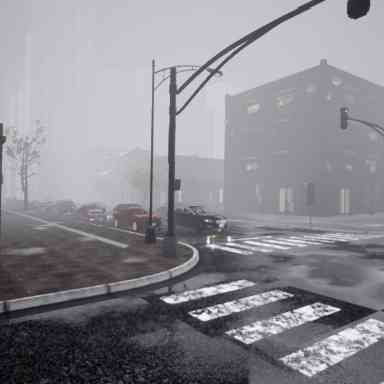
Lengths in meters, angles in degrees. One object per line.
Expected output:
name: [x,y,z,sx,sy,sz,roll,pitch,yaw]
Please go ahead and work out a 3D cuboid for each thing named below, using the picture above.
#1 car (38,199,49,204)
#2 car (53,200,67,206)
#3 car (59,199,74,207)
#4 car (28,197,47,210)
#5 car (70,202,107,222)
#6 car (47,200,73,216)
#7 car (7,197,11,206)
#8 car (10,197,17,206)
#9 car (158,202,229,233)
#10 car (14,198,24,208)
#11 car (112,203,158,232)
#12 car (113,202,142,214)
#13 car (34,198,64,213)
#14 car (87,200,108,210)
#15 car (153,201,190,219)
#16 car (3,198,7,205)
car: [-37.989,2.412,85.150,1.752,1.417,4.829,1,-1,-35]
car: [-28.389,2.315,71.400,1.802,1.307,4.206,1,-1,-35]
car: [-25.222,2.123,66.865,1.967,1.590,4.097,1,-1,-35]
car: [-22.720,1.896,48.537,1.752,1.417,4.829,1,-1,-35]
car: [-8.600,1.734,28.189,1.802,1.307,4.206,1,-1,-35]
car: [-13.752,1.796,35.570,1.947,1.339,4.313,1,-1,-35]
car: [-35.262,2.136,66.606,1.947,1.339,4.313,1,-1,-35]
car: [-32.094,2.086,62.069,1.947,1.339,4.313,1,-1,-35]
car: [0.226,1.598,20.310,2.128,1.511,4.902,1,-1,-35]
car: [-29.108,2.017,57.780,1.887,1.381,4.507,1,-1,-35]
car: [-3.446,1.619,20.809,1.887,1.381,4.507,1,-1,-35]
car: [-8.344,1.974,42.902,2.008,1.369,4.403,1,-1,-35]
car: [-18.047,1.847,41.773,2.008,1.369,4.403,1,-1,-35]
car: [-14.819,2.046,52.084,1.752,1.417,4.829,1,-1,-35]
car: [-2.145,1.769,34.037,1.967,1.590,4.097,1,-1,-35]
car: [-38.428,1.936,71.146,2.192,1.841,5.009,1,-1,-35]
